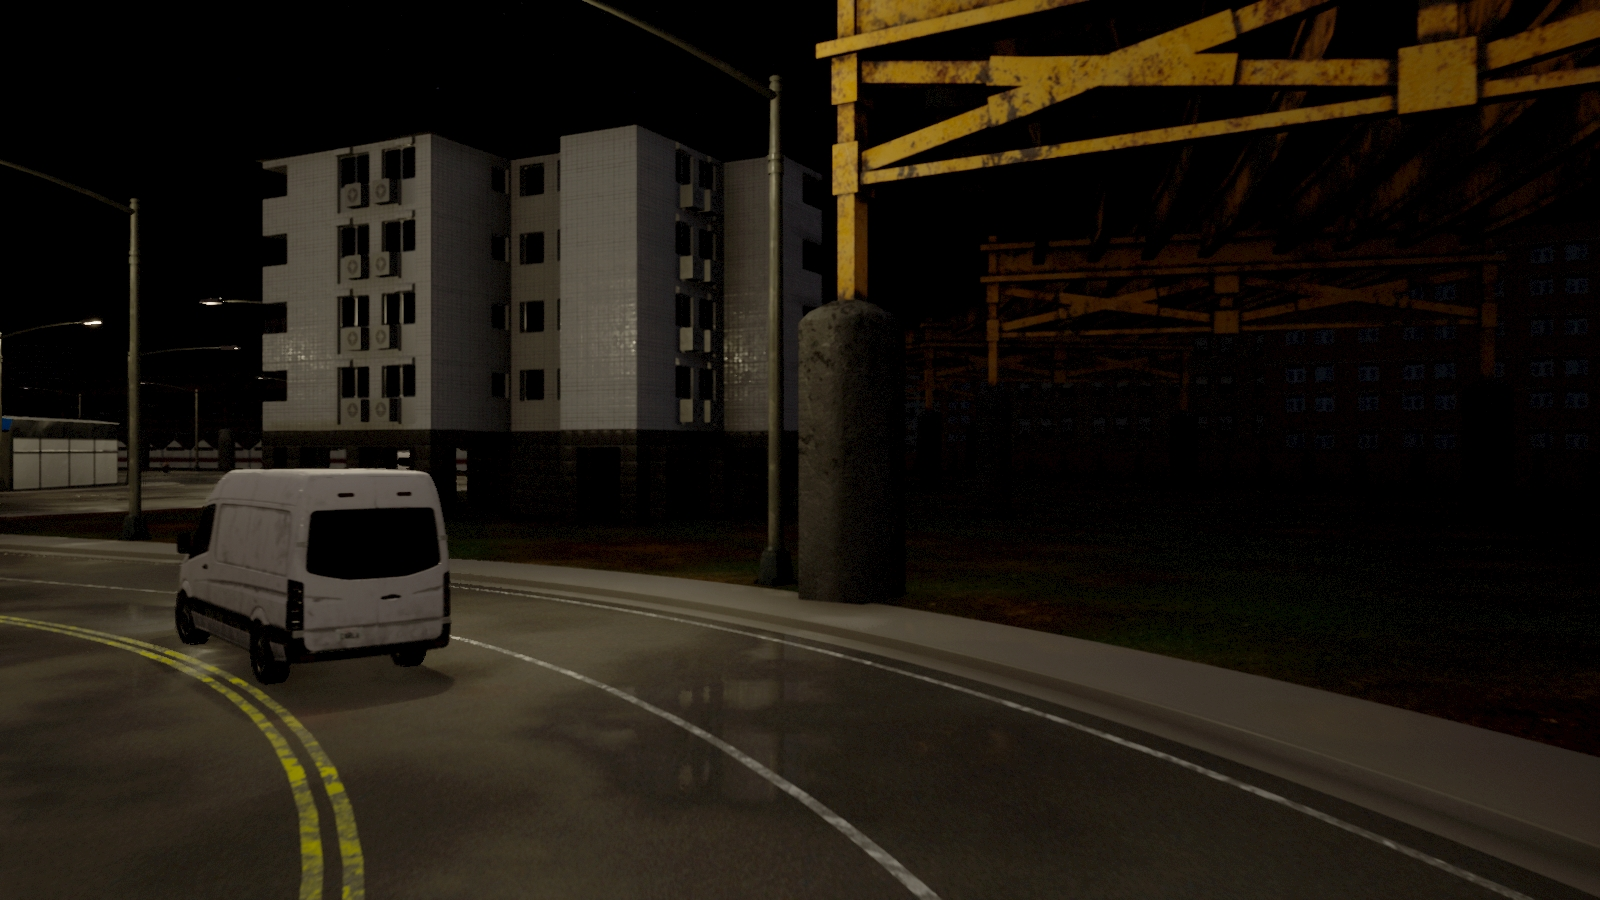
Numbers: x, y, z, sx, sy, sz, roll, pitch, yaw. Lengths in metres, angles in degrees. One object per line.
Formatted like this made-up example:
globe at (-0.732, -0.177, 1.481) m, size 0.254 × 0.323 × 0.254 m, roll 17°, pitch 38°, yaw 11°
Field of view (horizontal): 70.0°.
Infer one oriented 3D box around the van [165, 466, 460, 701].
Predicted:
van at (-6.884, 1.529, 15.663) m, size 1.988 × 2.561 × 5.915 m, roll 0°, pitch 0°, yaw -41°
